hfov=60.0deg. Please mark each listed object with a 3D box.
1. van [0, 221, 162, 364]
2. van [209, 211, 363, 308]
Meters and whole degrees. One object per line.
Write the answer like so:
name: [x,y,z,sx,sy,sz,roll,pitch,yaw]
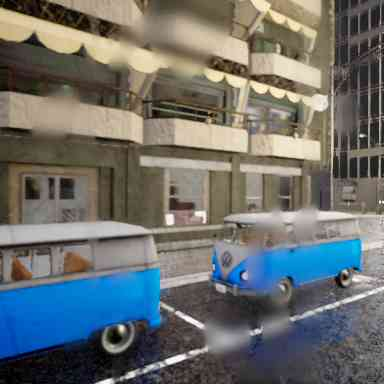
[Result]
van: [-2.353,1.343,4.415,3.998,1.788,1.690,0,0,-36]
van: [2.278,1.366,7.721,3.998,1.788,1.690,0,0,-36]
